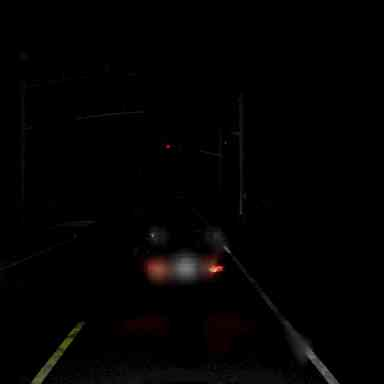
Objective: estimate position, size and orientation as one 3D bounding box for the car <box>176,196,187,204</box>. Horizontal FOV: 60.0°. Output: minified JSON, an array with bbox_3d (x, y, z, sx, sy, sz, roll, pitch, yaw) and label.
[{"bbox_3d":[-1.982,1.525,63.433,1.812,1.442,4.674,0,0,-2],"label":"car"}]

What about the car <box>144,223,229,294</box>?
[{"bbox_3d":[-0.175,1.547,8.963,2.033,1.411,5.357,0,0,-1],"label":"car"}]
